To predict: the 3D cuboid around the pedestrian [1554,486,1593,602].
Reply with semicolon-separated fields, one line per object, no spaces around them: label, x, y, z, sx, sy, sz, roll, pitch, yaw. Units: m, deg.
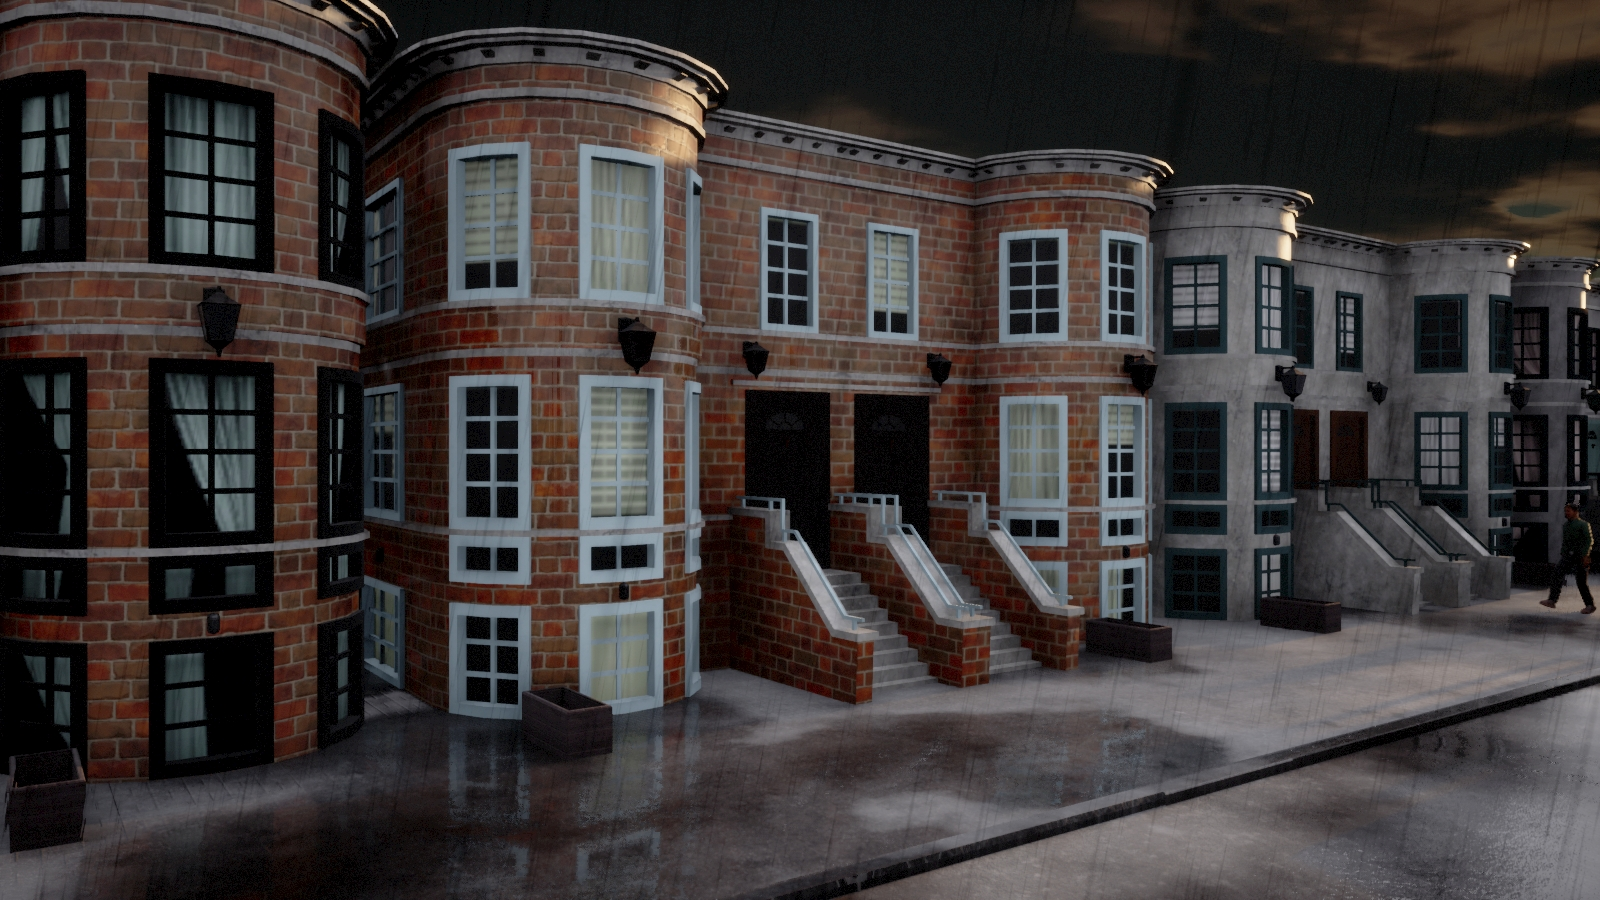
pedestrian;12.588;1.518;18.594;0.375;1.860;0.375;0;0;-8
